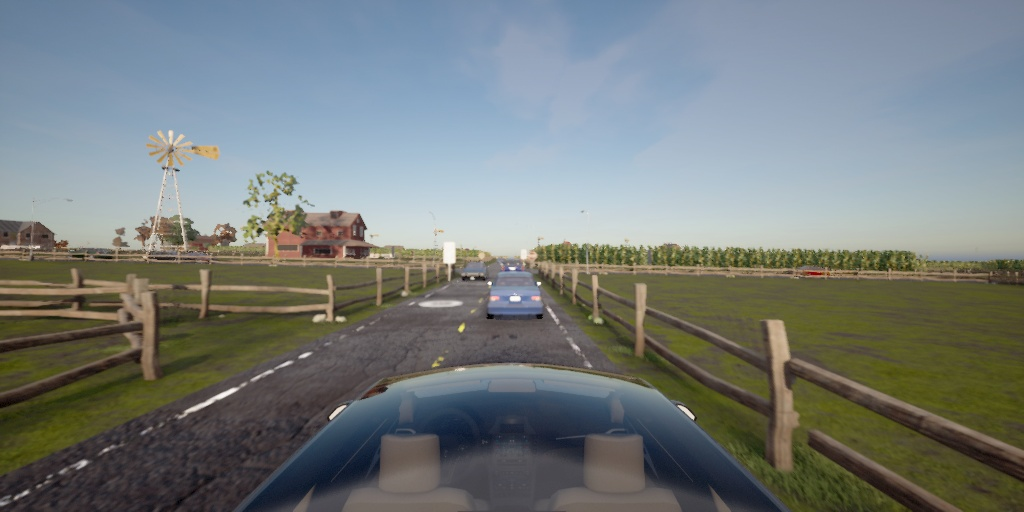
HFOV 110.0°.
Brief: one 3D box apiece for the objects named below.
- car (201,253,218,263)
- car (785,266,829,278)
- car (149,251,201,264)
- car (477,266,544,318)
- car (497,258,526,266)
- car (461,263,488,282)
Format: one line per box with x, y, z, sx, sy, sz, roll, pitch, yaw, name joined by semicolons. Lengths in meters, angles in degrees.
-42.553;0.232;47.877;5.357;1.411;2.033;1;0;1;car
38.870;2.055;47.312;5.008;1.535;1.882;1;0;1;car
-42.647;0.161;45.069;4.892;1.490;1.837;2;0;1;car
0.093;1.266;12.817;2.033;1.411;5.357;0;0;0;car
0.087;1.027;30.410;2.097;1.767;4.553;0;0;0;car
-2.817;1.226;28.404;2.033;1.411;5.357;0;0;0;car
